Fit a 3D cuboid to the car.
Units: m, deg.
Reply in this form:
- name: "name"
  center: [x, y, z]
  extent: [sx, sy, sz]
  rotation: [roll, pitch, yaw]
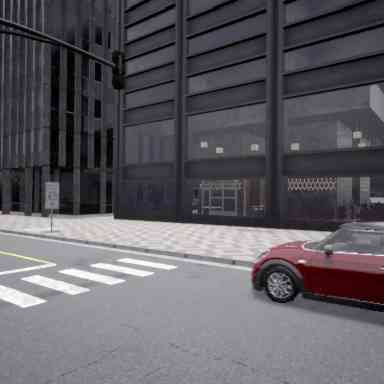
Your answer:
- name: "car"
  center: [3.525, 1.397, 6.783]
  extent: [4.553, 1.767, 2.097]
  rotation: [-1, -1, 38]
